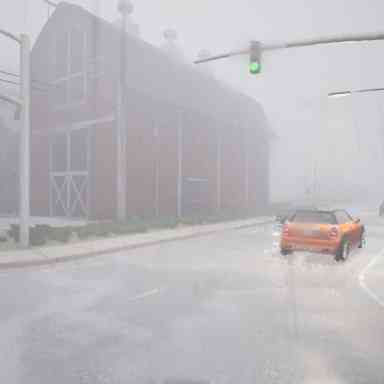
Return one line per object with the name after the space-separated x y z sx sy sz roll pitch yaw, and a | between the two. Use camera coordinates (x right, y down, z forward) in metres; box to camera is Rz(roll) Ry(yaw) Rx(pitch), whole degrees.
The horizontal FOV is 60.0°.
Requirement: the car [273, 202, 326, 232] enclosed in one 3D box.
7.019 1.504 21.376 1.837 1.490 4.892 0 0 36 | car

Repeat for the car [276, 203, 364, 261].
5.086 1.355 12.659 2.097 1.767 4.553 0 0 36 | car

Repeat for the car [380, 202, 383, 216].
19.651 1.507 32.499 1.882 1.535 5.008 0 0 36 | car
